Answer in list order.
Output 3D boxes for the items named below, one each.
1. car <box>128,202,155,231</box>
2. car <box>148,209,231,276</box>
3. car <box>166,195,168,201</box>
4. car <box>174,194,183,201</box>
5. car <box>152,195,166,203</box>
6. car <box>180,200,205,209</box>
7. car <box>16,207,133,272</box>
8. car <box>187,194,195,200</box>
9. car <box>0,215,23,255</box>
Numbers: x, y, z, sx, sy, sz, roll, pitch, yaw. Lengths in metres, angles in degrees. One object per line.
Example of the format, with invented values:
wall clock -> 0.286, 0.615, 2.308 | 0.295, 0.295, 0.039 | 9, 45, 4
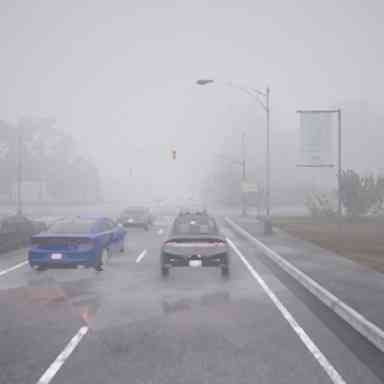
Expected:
car -> -3.452, 1.566, 20.782 | 1.994, 1.385, 4.181 | 0, 0, 0
car -> 0.075, 1.493, 10.359 | 2.128, 1.511, 4.902 | 0, 0, 0
car -> -7.222, 1.507, 85.514 | 1.837, 1.490, 4.892 | 0, 0, 0
car -> -3.728, 1.478, 87.596 | 1.882, 1.535, 5.008 | 0, 0, 0
car -> -7.181, 1.507, 69.787 | 1.837, 1.490, 4.892 | 0, 0, 0
car -> 0.048, 1.479, 20.279 | 1.882, 1.535, 5.008 | 0, 0, 0
car -> -3.426, 1.479, 10.868 | 1.882, 1.535, 5.008 | 0, 0, 0
car -> -0.229, 1.525, 87.988 | 2.128, 1.511, 4.902 | 0, 0, 0
car -> -7.119, 1.549, 11.974 | 2.033, 1.411, 5.357 | 0, 0, 0
